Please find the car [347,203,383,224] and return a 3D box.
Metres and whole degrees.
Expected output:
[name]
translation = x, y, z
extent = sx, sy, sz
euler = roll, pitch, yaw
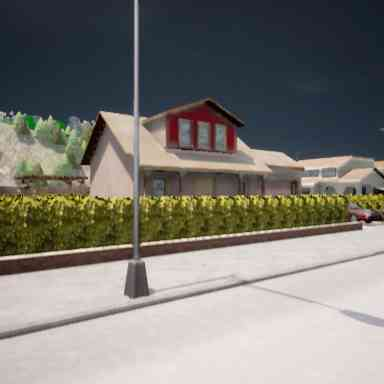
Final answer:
[car]
translation = 9.817, 1.312, 22.399
extent = 2.033, 1.415, 5.357
euler = 0, 0, -33
